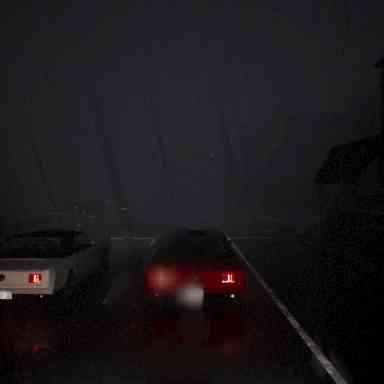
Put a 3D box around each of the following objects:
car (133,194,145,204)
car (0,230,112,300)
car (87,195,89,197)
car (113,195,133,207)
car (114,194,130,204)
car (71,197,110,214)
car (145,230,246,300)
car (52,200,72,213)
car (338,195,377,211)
[{"bbox_3d":[-10.537,1.353,65.286,2.097,1.767,4.553,0,0,0],"label":"car"},{"bbox_3d":[-3.424,1.601,8.305,1.895,1.301,4.718,0,0,0],"label":"car"},{"bbox_3d":[-14.099,1.492,51.566,2.128,1.511,4.902,0,0,0],"label":"car"},{"bbox_3d":[-10.597,1.526,50.329,1.812,1.442,4.674,0,0,0],"label":"car"},{"bbox_3d":[-14.023,1.352,66.734,2.097,1.767,4.553,0,0,0],"label":"car"},{"bbox_3d":[-10.605,1.548,35.353,2.033,1.411,5.357,0,0,0],"label":"car"},{"bbox_3d":[0.077,1.601,8.323,1.895,1.301,4.718,0,0,0],"label":"car"},{"bbox_3d":[-14.105,1.564,37.523,1.994,1.385,4.181,0,0,0],"label":"car"},{"bbox_3d":[14.158,1.057,28.512,4.181,1.385,1.994,-14,0,-1],"label":"car"}]
